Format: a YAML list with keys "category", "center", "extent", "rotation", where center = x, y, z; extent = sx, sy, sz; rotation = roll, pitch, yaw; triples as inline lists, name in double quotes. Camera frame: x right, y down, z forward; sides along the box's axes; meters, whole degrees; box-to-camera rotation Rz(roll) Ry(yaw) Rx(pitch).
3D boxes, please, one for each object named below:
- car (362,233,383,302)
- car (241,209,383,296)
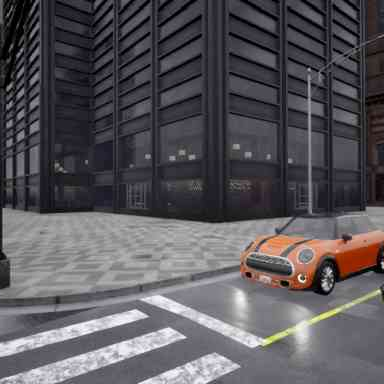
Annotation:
- category: "car"
  center: [5.867, 1.546, 6.926]
  extent: [5.357, 1.411, 2.033]
  rotation: [0, 0, -39]
- category: "car"
  center: [3.399, 1.379, 8.922]
  extent: [4.553, 1.767, 2.097]
  rotation: [0, 0, -39]
